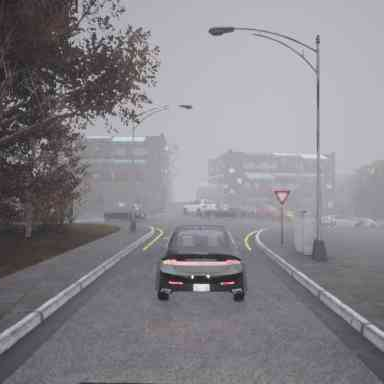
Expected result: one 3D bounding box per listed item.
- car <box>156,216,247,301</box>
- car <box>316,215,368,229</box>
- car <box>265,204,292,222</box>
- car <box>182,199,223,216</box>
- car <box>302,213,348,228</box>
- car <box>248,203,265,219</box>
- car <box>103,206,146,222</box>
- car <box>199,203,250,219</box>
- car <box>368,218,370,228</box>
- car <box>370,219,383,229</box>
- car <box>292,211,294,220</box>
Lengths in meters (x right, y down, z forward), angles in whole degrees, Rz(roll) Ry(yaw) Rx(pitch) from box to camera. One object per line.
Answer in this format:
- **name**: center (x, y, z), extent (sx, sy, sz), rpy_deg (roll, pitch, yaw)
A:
- **car**: center (0.215, 1.581, 8.516), extent (2.128, 1.511, 4.902), rpy_deg (0, -1, 1)
- **car**: center (15.881, 3.202, 35.767), extent (4.674, 1.442, 1.812), rpy_deg (5, -2, -11)
- **car**: center (9.718, 2.628, 43.814), extent (2.435, 2.045, 5.566), rpy_deg (7, -3, -32)
- **car**: center (0.907, 1.939, 41.961), extent (2.435, 2.045, 5.566), rpy_deg (1, -2, -31)
- **car**: center (15.884, 3.409, 39.725), extent (4.718, 1.301, 1.895), rpy_deg (5, -2, -11)
- **car**: center (6.734, 2.468, 43.186), extent (2.185, 1.767, 4.553), rpy_deg (6, -3, -32)
- **car**: center (-6.787, 2.178, 33.382), extent (4.674, 1.442, 1.812), rpy_deg (-2, -1, 32)
- **car**: center (3.564, 2.325, 37.233), extent (4.718, 1.301, 1.895), rpy_deg (3, -1, -11)
- **car**: center (21.473, 4.045, 46.173), extent (2.002, 1.452, 4.674), rpy_deg (6, -3, -31)
- **car**: center (24.431, 4.328, 46.756), extent (2.002, 1.452, 4.674), rpy_deg (7, -3, -31)
- **car**: center (12.535, 3.157, 44.583), extent (1.946, 1.575, 5.366), rpy_deg (6, -3, -31)
